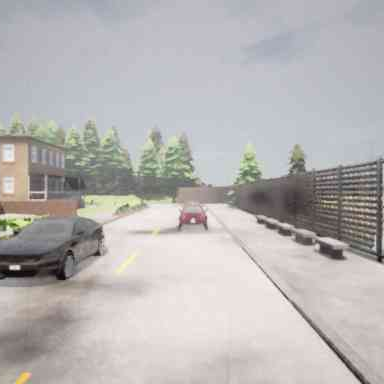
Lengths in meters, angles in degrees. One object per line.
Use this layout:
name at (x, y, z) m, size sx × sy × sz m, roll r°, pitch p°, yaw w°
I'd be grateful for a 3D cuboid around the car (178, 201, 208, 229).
car at (0.077, 1.532, 21.520) m, size 1.812 × 1.442 × 4.674 m, roll 0°, pitch 0°, yaw 0°

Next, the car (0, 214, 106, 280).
car at (-4.081, 1.481, 10.179) m, size 1.882 × 1.535 × 5.008 m, roll 0°, pitch 0°, yaw 0°

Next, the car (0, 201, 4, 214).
car at (-17.278, 1.143, 26.775) m, size 3.633 × 1.501 × 1.845 m, roll 0°, pitch 0°, yaw 0°

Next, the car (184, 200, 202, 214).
car at (0.078, 1.612, 37.101) m, size 1.895 × 1.301 × 4.718 m, roll 0°, pitch 0°, yaw 0°
